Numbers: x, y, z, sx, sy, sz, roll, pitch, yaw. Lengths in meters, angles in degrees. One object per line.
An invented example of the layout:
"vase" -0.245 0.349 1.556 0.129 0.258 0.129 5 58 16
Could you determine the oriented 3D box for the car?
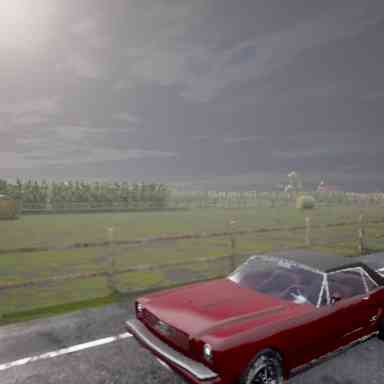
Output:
"car" 1.475 1.648 5.043 4.718 1.301 1.895 1 0 -35
